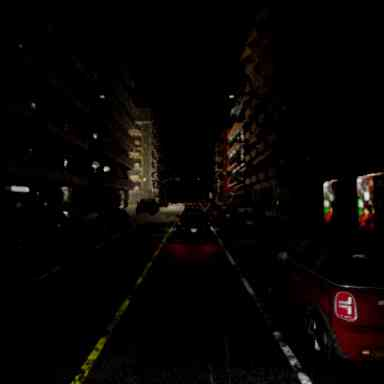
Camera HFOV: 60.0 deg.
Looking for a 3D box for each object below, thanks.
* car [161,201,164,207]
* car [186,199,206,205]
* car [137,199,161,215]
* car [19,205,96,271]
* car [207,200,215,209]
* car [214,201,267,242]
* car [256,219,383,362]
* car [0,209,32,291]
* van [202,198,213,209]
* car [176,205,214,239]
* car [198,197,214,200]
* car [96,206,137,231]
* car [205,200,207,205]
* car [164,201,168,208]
[{"bbox_3d":[-5.313,2.009,44.741,1.887,1.381,4.507,1,-1,0],"label":"car"},{"bbox_3d":[0.089,1.862,36.568,2.128,1.511,4.902,0,-1,0],"label":"car"},{"bbox_3d":[-5.305,1.715,39.212,2.192,1.841,5.009,1,-1,0],"label":"car"},{"bbox_3d":[-5.294,1.426,11.561,2.192,1.841,5.009,1,-1,0],"label":"car"},{"bbox_3d":[2.542,1.718,28.096,1.967,1.590,4.097,1,-1,0],"label":"car"},{"bbox_3d":[2.549,1.479,17.035,2.192,1.841,5.009,1,-1,0],"label":"car"},{"bbox_3d":[2.592,1.498,5.972,1.967,1.590,4.097,1,-1,0],"label":"car"},{"bbox_3d":[-5.293,1.374,6.031,2.192,1.841,5.009,1,-1,0],"label":"car"},{"bbox_3d":[2.534,1.938,55.753,1.690,1.788,3.998,1,-1,0],"label":"van"},{"bbox_3d":[0.080,1.705,18.575,1.812,1.442,4.674,0,-1,0],"label":"car"},{"bbox_3d":[2.536,1.844,50.222,2.192,1.841,5.009,1,-1,0],"label":"car"},{"bbox_3d":[-5.305,1.787,22.621,1.947,1.339,4.313,1,-1,0],"label":"car"},{"bbox_3d":[2.535,1.981,39.157,1.802,1.307,4.206,1,-1,0],"label":"car"},{"bbox_3d":[-5.320,2.249,61.333,1.802,1.307,4.206,1,-1,0],"label":"car"}]
